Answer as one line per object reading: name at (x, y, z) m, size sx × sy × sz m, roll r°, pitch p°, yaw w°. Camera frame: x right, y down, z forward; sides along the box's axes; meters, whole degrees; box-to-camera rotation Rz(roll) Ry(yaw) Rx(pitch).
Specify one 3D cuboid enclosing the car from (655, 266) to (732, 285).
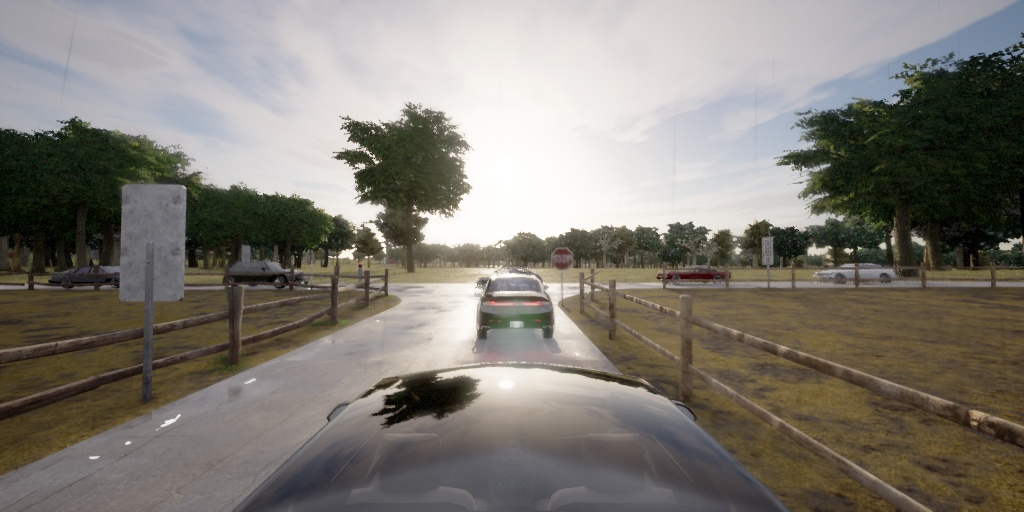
car at (12.932, 1.360, 25.804) m, size 4.718 × 1.301 × 1.895 m, roll 0°, pitch -2°, yaw -1°

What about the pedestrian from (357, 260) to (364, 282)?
pedestrian at (-12.197, 1.187, 28.831) m, size 0.375 × 1.860 × 0.375 m, roll 0°, pitch -1°, yaw 0°

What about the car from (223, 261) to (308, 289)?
car at (-15.524, 1.121, 22.802) m, size 4.553 × 1.767 × 2.097 m, roll 0°, pitch -2°, yaw 1°

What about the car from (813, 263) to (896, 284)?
car at (24.381, 1.226, 25.620) m, size 4.674 × 1.442 × 1.812 m, roll -1°, pitch -2°, yaw 6°

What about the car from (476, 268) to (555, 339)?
car at (0.038, 1.254, 10.093) m, size 2.128 × 1.511 × 4.902 m, roll 0°, pitch 0°, yaw -1°

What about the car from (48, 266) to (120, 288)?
car at (-25.900, 1.313, 22.810) m, size 5.357 × 1.411 × 2.033 m, roll 0°, pitch -2°, yaw 0°
